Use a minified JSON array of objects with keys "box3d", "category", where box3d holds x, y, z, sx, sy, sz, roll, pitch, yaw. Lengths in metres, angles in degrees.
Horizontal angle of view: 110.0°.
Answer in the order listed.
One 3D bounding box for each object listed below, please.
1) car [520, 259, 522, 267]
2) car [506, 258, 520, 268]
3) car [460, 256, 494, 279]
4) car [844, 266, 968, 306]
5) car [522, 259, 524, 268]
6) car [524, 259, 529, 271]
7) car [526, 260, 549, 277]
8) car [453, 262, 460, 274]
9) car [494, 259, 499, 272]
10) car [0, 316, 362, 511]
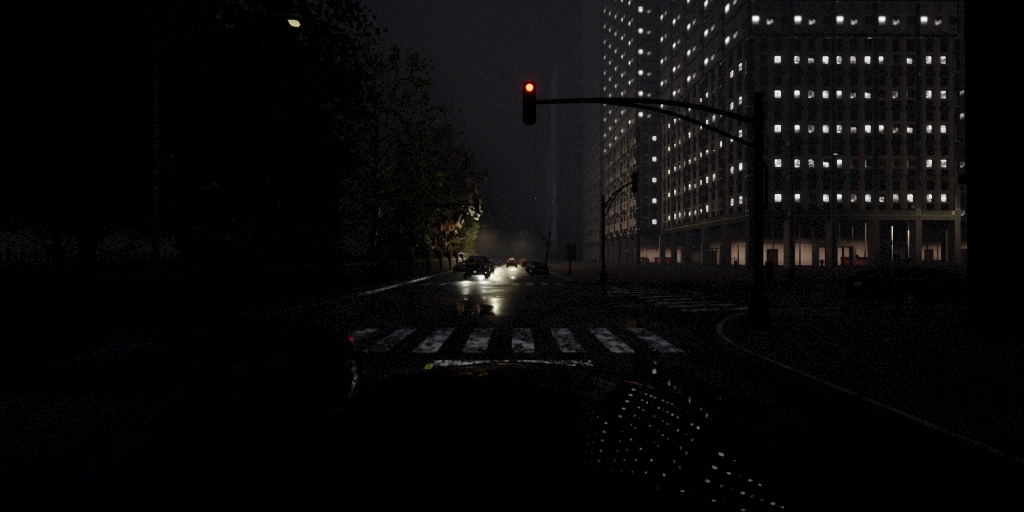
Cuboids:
[{"box3d":[2.669,1.337,63.794,1.888,1.381,4.507,0,0,0],"category":"car"},{"box3d":[-0.021,1.267,62.083,1.882,1.535,5.008,0,0,0],"category":"car"},{"box3d":[-3.113,0.984,32.835,2.150,2.045,5.566,0,0,0],"category":"car"},{"box3d":[14.681,1.026,13.052,4.313,1.339,1.948,0,0,0],"category":"car"},{"box3d":[2.674,1.339,46.896,1.948,1.339,4.313,0,0,0],"category":"car"},{"box3d":[2.676,1.334,41.264,1.948,1.339,4.313,0,0,0],"category":"car"},{"box3d":[2.677,1.330,35.631,1.948,1.339,4.313,0,0,0],"category":"car"},{"box3d":[-5.705,1.350,41.261,1.802,1.307,4.207,0,0,0],"category":"car"},{"box3d":[-3.113,1.259,44.284,2.128,1.511,4.902,0,0,0],"category":"car"},{"box3d":[-3.102,1.314,3.355,1.994,1.385,4.181,0,0,0],"category":"car"}]
